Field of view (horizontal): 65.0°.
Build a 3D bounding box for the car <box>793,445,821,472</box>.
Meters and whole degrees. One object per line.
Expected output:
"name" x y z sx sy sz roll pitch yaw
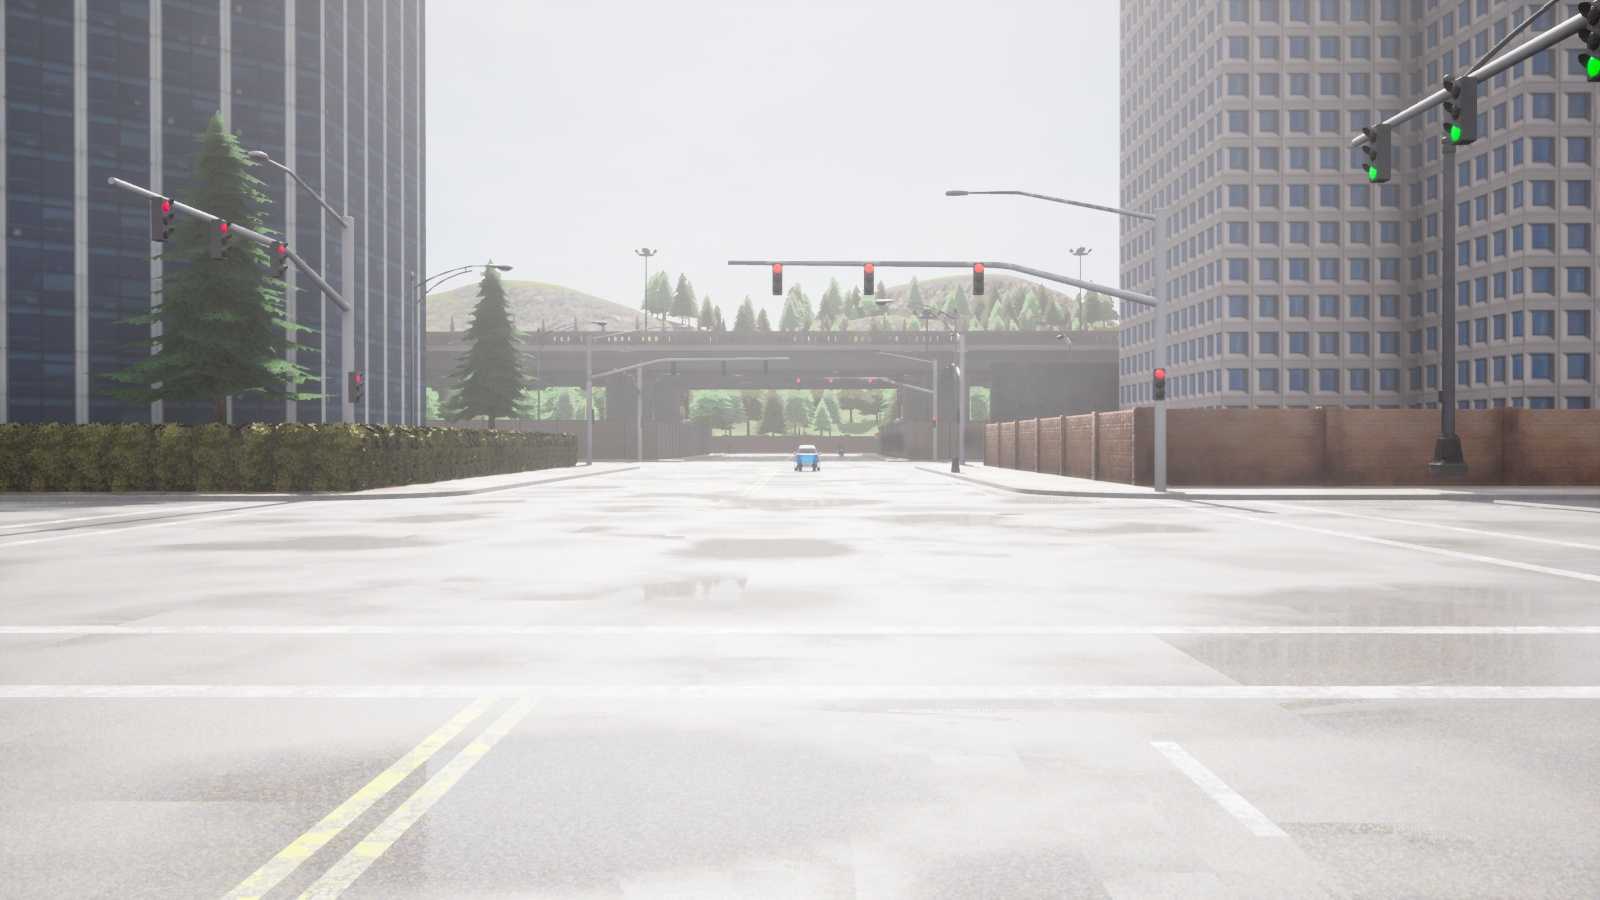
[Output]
"car" 0.383 0.426 66.471 1.481 1.376 2.207 0 1 0
